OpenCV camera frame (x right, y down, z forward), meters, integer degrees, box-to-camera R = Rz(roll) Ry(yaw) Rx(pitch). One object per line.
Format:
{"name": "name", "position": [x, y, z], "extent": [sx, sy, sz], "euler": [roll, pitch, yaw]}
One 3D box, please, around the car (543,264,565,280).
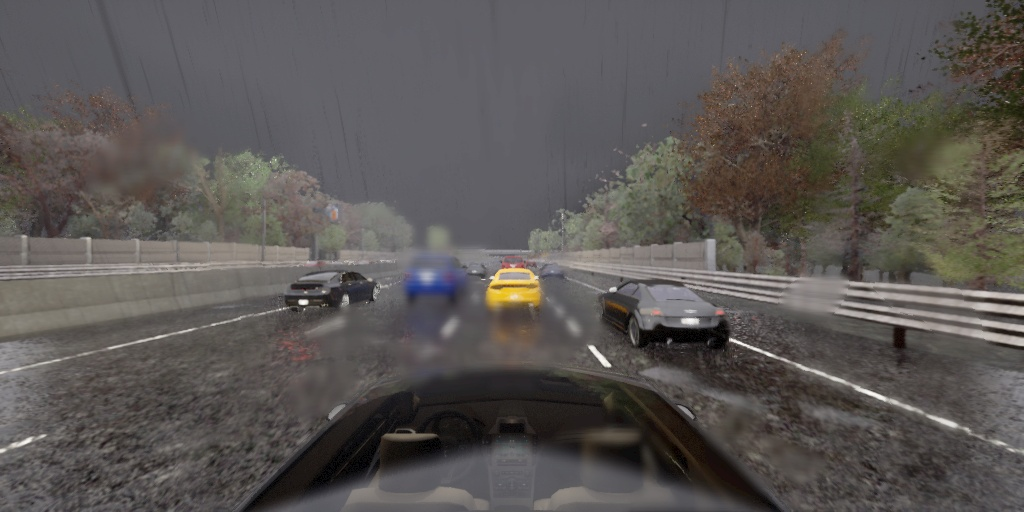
{"name": "car", "position": [3.512, 1.362, 31.934], "extent": [1.994, 1.385, 4.181], "euler": [0, 0, 0]}

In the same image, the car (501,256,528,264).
{"name": "car", "position": [0.113, 1.053, 33.532], "extent": [2.150, 2.045, 5.566], "euler": [0, 0, 0]}

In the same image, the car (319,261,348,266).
{"name": "car", "position": [-24.543, 1.430, 50.754], "extent": [2.033, 1.411, 5.357], "euler": [0, 0, 0]}

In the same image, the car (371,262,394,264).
{"name": "car", "position": [-17.551, 1.482, 50.295], "extent": [1.895, 1.301, 4.718], "euler": [0, 0, 0]}

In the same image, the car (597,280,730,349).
{"name": "car", "position": [3.593, 1.301, 9.287], "extent": [1.994, 1.385, 4.181], "euler": [0, 0, -1]}

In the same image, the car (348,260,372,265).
{"name": "car", "position": [-21.045, 1.361, 51.243], "extent": [1.882, 1.535, 5.008], "euler": [0, 0, 0]}

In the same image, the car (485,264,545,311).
{"name": "car", "position": [0.108, 1.258, 14.650], "extent": [1.882, 1.535, 5.008], "euler": [0, 0, 0]}

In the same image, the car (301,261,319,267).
{"name": "car", "position": [-28.041, 1.409, 50.881], "extent": [1.812, 1.442, 4.674], "euler": [0, 0, 0]}

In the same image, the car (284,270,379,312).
{"name": "car", "position": [-6.894, 1.284, 14.273], "extent": [1.837, 1.490, 4.892], "euler": [0, 0, 0]}

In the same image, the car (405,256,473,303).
{"name": "car", "position": [-3.394, 1.008, 17.044], "extent": [2.150, 2.045, 5.566], "euler": [0, 0, 0]}

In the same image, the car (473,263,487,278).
{"name": "car", "position": [-3.384, 1.399, 34.759], "extent": [1.994, 1.385, 4.181], "euler": [0, 0, 0]}
